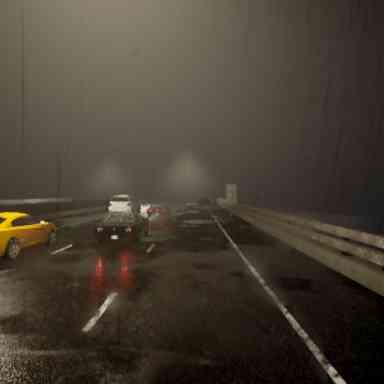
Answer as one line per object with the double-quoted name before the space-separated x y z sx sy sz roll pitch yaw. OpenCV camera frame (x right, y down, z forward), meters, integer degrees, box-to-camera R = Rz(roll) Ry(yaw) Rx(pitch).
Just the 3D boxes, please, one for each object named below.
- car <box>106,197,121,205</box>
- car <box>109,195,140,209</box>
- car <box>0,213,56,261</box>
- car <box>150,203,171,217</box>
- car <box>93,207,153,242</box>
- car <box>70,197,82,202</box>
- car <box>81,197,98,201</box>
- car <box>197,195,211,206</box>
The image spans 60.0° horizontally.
"car" -16.102 1.811 68.422 1.812 1.442 4.674 0 0 2
"car" -6.558 1.341 32.845 2.150 2.045 5.566 0 0 1
"car" -6.843 1.519 12.469 1.882 1.535 5.008 0 0 1
"car" -3.072 1.717 32.088 1.895 1.301 4.718 0 0 1
"car" -3.303 1.657 16.539 1.895 1.301 4.718 0 0 1
"car" -23.141 1.781 67.551 1.837 1.490 4.892 0 0 2
"car" -19.709 1.826 65.774 1.994 1.385 4.181 0 0 2
"car" 2.323 1.717 60.201 1.882 1.535 5.008 0 0 2
